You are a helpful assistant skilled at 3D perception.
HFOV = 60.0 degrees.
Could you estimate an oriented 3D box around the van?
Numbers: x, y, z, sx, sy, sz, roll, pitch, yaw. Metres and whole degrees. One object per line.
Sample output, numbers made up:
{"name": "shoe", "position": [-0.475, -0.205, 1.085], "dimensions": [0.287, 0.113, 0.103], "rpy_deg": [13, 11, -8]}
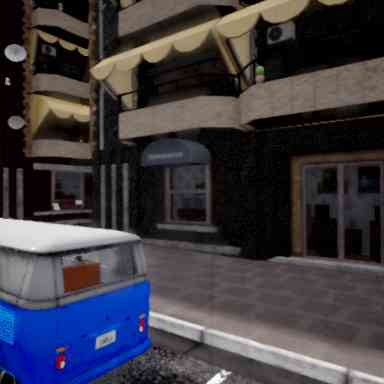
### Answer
{"name": "van", "position": [-2.420, 1.321, 4.617], "dimensions": [3.998, 1.788, 1.690], "rpy_deg": [0, -1, 36]}
